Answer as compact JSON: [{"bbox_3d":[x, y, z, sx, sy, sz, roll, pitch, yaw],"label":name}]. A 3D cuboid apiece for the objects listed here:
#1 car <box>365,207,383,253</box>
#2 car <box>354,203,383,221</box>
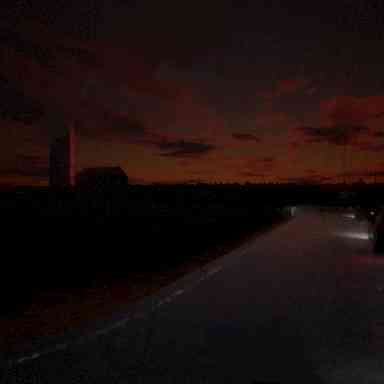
[{"bbox_3d":[8.123,1.532,13.177,1.812,1.442,4.674,0,0,25],"label":"car"},{"bbox_3d":[14.381,1.571,26.810,1.994,1.385,4.181,0,0,25],"label":"car"}]
